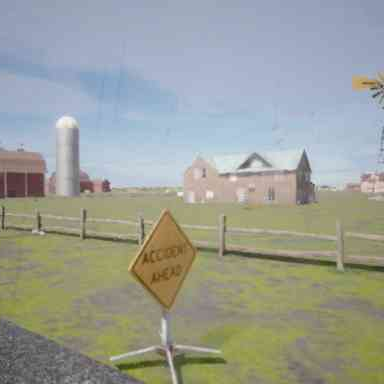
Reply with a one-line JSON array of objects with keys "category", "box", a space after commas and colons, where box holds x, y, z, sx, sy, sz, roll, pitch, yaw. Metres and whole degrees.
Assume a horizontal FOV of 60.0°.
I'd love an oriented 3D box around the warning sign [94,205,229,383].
[{"category": "warning sign", "box": [-0.335, 1.129, 4.161, 1.060, 1.860, 1.300, -1, 0, 36]}]
